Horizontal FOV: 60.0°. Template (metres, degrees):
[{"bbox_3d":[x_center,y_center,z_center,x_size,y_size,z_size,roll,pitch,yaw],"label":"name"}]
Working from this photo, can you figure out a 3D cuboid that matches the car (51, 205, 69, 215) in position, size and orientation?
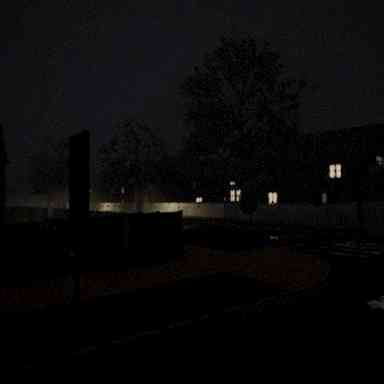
[{"bbox_3d":[-18.531,2.571,47.144,2.033,1.411,5.357,0,-1,-35],"label":"car"}]
